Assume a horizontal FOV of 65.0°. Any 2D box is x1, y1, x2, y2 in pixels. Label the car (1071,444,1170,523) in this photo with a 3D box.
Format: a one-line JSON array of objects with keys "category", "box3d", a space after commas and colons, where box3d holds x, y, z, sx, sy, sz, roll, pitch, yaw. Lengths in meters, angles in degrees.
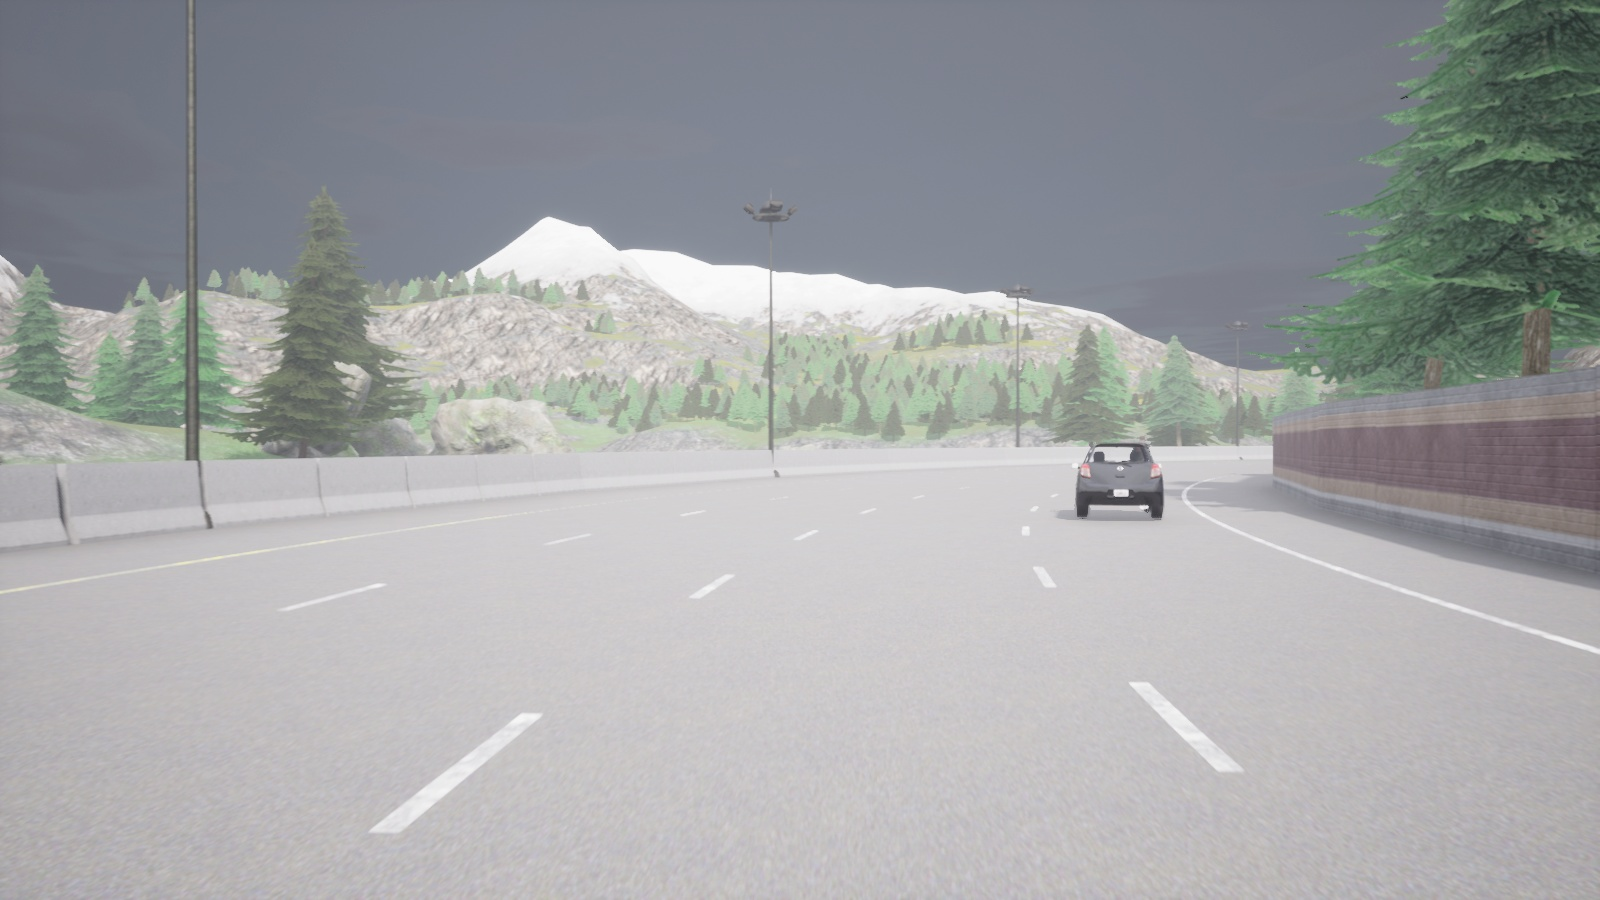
[{"category": "car", "box3d": [6.532, 0.621, 25.853, 1.845, 1.501, 3.633, 0, 0, 12]}]
